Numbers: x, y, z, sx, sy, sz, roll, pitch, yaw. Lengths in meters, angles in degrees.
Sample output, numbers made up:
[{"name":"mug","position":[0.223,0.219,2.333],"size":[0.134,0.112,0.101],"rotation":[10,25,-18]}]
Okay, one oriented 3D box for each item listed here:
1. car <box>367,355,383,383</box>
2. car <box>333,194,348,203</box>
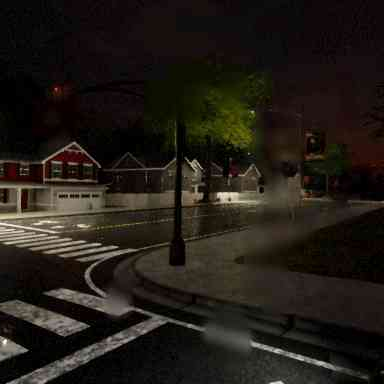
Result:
[{"name":"car","position":[3.346,1.506,1.295],"size":[4.892,1.490,1.837],"rotation":[0,0,35]},{"name":"car","position":[27.979,1.208,62.741],"size":[2.128,1.511,4.902],"rotation":[1,0,36]}]
